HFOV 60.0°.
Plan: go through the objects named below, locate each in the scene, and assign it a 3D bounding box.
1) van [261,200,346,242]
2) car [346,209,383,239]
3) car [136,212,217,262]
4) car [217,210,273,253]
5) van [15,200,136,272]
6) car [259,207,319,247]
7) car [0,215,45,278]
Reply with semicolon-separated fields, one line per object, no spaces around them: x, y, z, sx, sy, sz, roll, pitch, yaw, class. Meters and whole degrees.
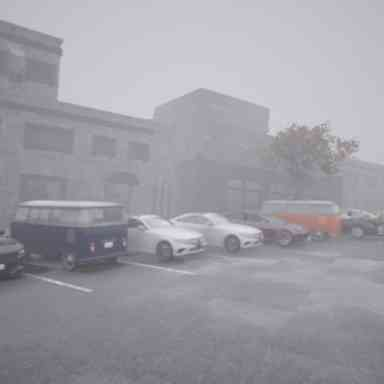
5.407;1.442;17.553;4.442;1.987;1.878;0;-2;35;van
7.890;1.747;19.177;5.008;1.535;2.097;0;-2;35;car
-1.673;1.566;12.398;4.674;1.452;2.002;-1;-1;35;car
0.722;1.602;14.100;4.674;1.452;2.002;-1;-2;35;car
-4.159;1.271;10.762;4.442;1.987;1.878;-1;-1;35;van
3.134;1.635;15.772;4.792;1.488;2.163;-1;-2;35;car
-6.456;1.471;8.997;5.008;1.535;2.097;-1;-1;35;car
